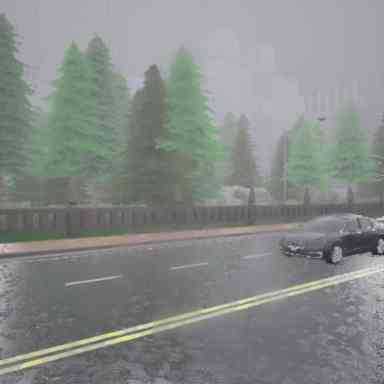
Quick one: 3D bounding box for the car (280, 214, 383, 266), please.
[{"bbox_3d":[5.222,1.577,12.020,4.892,1.490,1.837,0,0,-36],"label":"car"}]
